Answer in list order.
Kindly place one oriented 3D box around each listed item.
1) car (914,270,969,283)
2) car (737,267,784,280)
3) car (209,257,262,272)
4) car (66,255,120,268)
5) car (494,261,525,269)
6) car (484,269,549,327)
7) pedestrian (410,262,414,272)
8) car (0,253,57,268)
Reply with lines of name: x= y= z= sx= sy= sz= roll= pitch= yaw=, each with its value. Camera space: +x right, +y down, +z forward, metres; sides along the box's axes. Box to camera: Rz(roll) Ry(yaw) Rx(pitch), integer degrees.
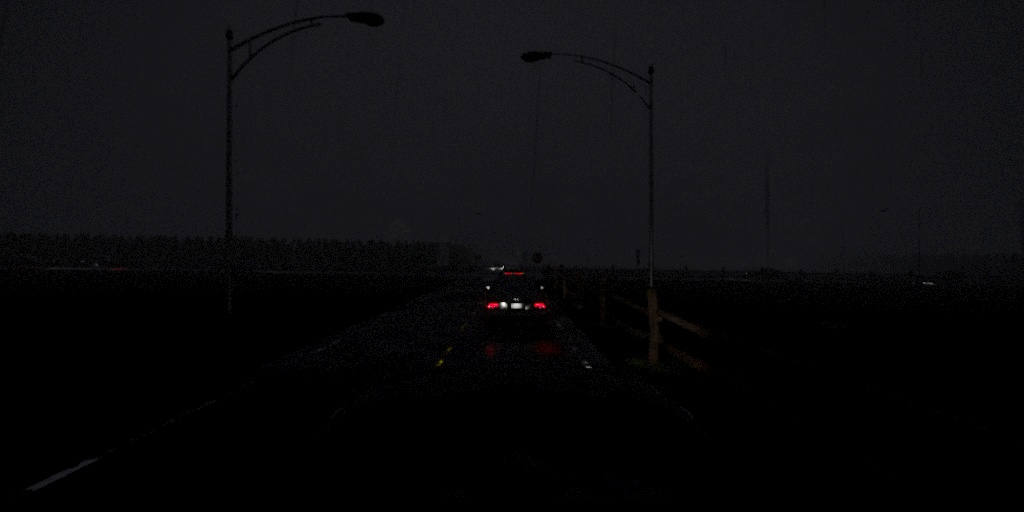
car: x=48.783 y=2.311 z=40.771 sx=4.892 sy=1.490 sz=1.837 roll=1 pitch=-1 yaw=0
car: x=28.239 y=1.952 z=40.805 sx=4.674 sy=1.442 sz=1.812 roll=1 pitch=-1 yaw=0
car: x=-28.963 y=0.859 z=37.700 sx=4.902 sy=1.511 sz=2.128 roll=1 pitch=-1 yaw=0
car: x=-47.291 y=0.585 z=40.525 sx=4.892 sy=1.490 sz=1.837 roll=0 pitch=-1 yaw=2
car: x=0.136 y=1.319 z=24.915 sx=2.128 sy=1.511 sz=4.902 roll=0 pitch=0 yaw=1
car: x=0.102 y=1.331 z=11.671 sx=2.033 sy=1.411 sz=5.357 roll=0 pitch=0 yaw=0
pedestrian: x=-12.169 y=1.307 z=43.718 sx=0.375 sy=1.300 sz=0.375 roll=0 pitch=-2 yaw=0
car: x=-51.241 y=0.580 z=37.726 sx=4.718 sy=1.301 sz=1.895 roll=1 pitch=-1 yaw=0
